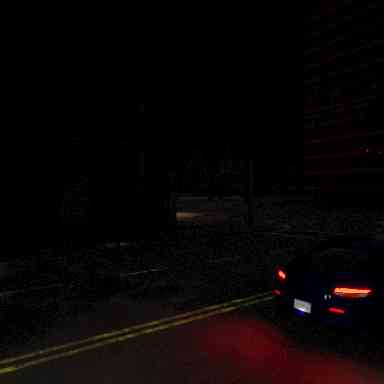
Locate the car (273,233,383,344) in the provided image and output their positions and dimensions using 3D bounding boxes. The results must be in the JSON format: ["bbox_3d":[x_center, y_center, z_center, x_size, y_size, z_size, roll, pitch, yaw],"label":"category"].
[{"bbox_3d":[3.520,1.526,6.281,4.674,1.442,1.812,0,0,-35],"label":"car"}]
